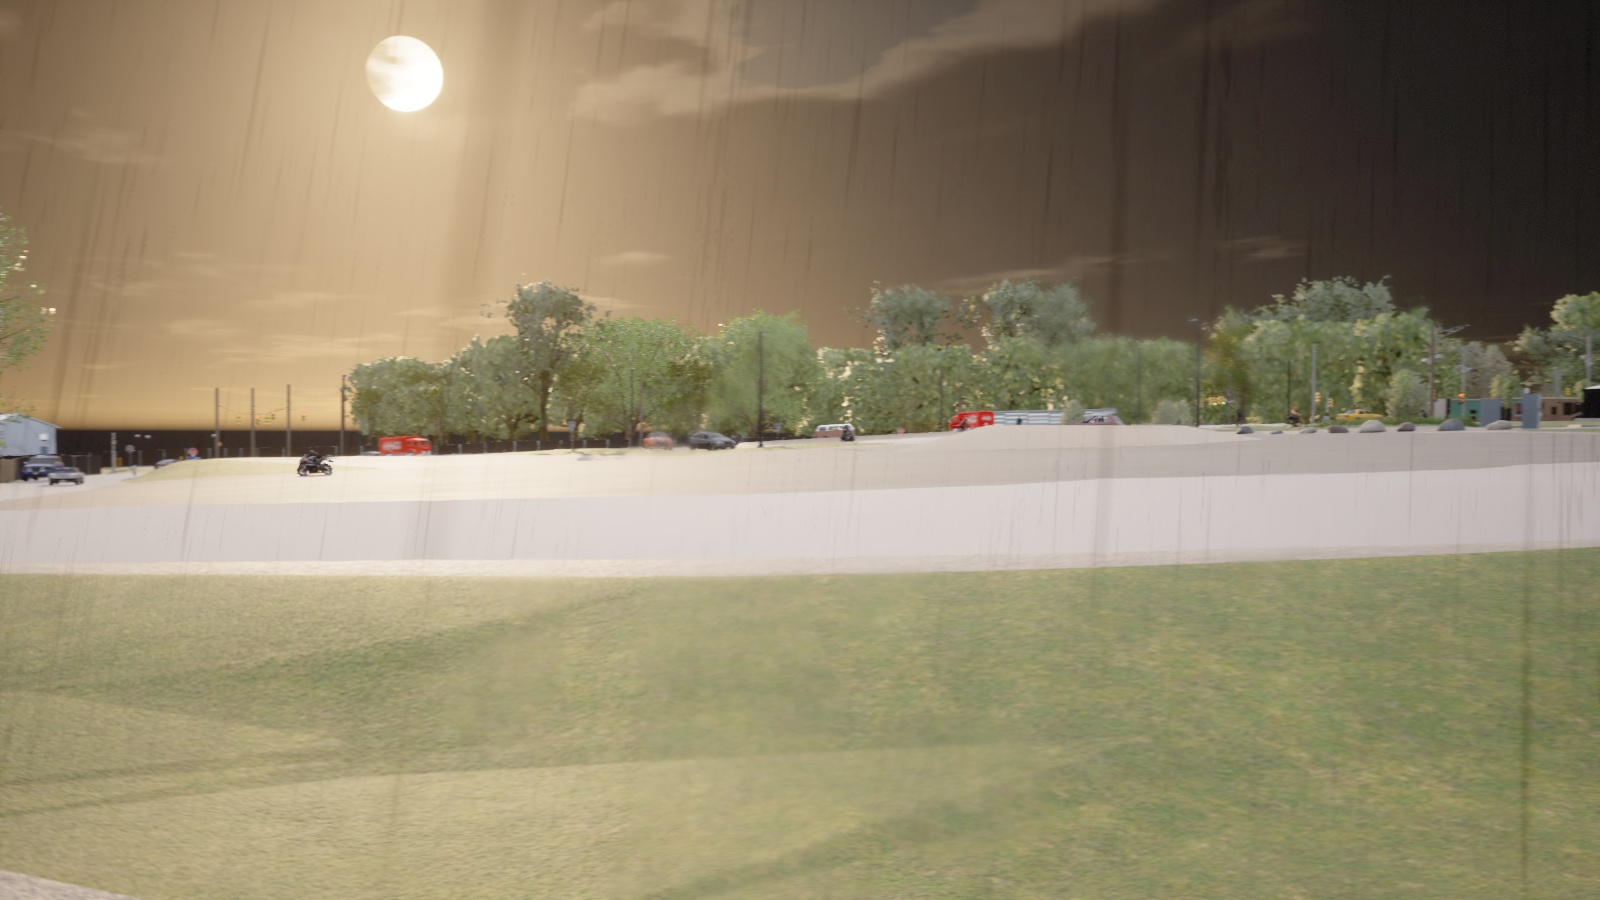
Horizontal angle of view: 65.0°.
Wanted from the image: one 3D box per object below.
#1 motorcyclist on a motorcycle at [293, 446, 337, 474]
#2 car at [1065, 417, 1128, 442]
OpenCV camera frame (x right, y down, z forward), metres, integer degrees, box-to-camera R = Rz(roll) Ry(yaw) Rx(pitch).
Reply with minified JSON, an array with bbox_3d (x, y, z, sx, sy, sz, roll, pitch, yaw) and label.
[{"bbox_3d":[-27.883,0.552,72.254,0.866,1.530,2.191,-1,1,36],"label":"motorcyclist on a motorcycle"},{"bbox_3d":[19.448,-1.355,82.416,3.633,1.501,1.845,-1,2,31],"label":"car"}]
